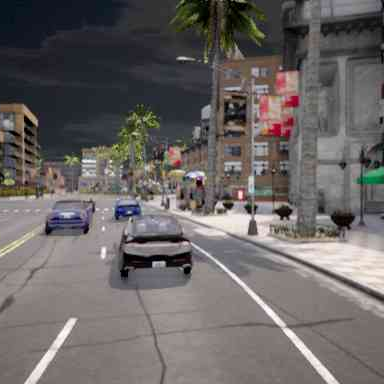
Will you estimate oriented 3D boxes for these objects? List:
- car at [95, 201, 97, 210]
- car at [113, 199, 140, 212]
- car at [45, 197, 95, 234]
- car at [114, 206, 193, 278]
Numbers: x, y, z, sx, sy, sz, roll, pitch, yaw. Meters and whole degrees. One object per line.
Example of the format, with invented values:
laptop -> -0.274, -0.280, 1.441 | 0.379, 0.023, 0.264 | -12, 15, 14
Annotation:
car -> -10.233, 1.251, 31.850 | 2.128, 1.511, 4.902 | 0, 0, -15
car -> -5.134, 1.279, 26.297 | 1.882, 1.535, 5.008 | 0, 1, -15
car -> -6.726, 1.213, 18.541 | 2.097, 1.767, 4.553 | 0, 1, -14
car -> -1.194, 1.416, 9.975 | 2.128, 1.511, 4.902 | 0, 1, -10
